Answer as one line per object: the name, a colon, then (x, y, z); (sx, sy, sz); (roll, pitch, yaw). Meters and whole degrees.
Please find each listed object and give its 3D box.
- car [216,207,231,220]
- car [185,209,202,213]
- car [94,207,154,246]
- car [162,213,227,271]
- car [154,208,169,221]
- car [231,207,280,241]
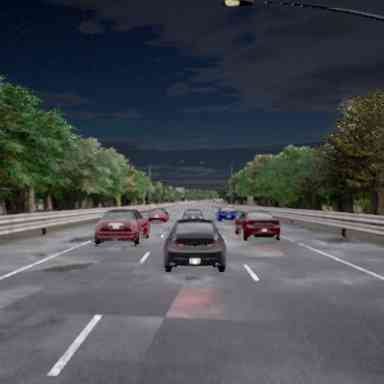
car: (3.593, 2.280, 34.844); (1.882, 1.535, 5.008); (0, -2, 0)
car: (0.092, 2.171, 28.759); (2.033, 1.411, 5.357); (0, -2, 0)
car: (-3.408, 1.644, 17.052); (2.097, 1.767, 4.553); (0, -1, 0)
car: (0.089, 1.671, 11.476); (1.837, 1.490, 4.892); (0, -1, 0)
car: (-3.408, 2.340, 33.925); (1.994, 1.385, 4.181); (0, -2, 0)
car: (3.595, 1.819, 18.943); (1.882, 1.535, 5.008); (0, -2, 0)
